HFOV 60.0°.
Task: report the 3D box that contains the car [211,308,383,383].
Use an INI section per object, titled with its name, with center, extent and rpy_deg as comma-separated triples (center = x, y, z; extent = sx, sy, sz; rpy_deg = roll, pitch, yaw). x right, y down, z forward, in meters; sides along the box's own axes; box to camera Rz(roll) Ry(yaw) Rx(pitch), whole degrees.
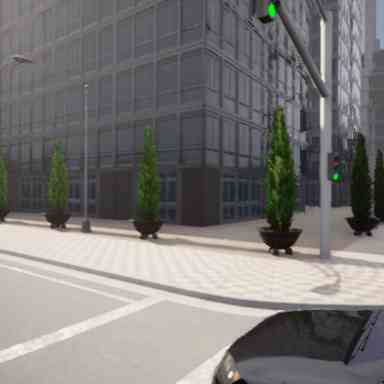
[car]
center = 2.196, 1.567, 2.427
extent = 4.181, 1.385, 1.994
rpy_deg = 0, 0, 36
